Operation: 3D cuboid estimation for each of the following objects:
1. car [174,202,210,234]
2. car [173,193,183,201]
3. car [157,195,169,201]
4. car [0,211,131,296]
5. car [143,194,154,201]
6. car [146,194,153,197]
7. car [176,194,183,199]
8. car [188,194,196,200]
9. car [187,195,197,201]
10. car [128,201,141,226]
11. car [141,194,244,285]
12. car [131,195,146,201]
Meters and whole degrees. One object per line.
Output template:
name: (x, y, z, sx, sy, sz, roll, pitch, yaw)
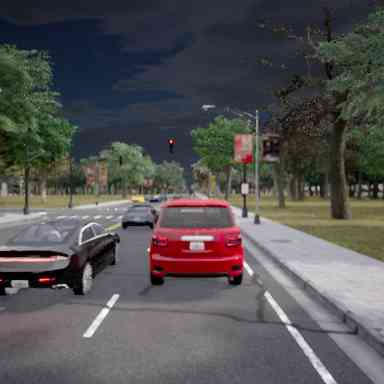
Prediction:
car: (0.000, 1.415, 19.836, 1.882, 1.535, 5.008, 0, 0, 0)
car: (-3.258, 1.152, 77.321, 2.097, 1.767, 4.553, 0, 0, 0)
car: (-6.508, 1.342, 75.093, 2.033, 1.411, 5.357, 0, 0, 0)
car: (-3.148, 1.464, 8.533, 2.128, 1.511, 4.902, 0, 0, 0)
car: (-9.758, 1.299, 75.581, 1.837, 1.490, 4.892, 0, 0, 0)
car: (-6.570, 1.433, 59.688, 1.895, 1.301, 4.718, 0, 0, 0)
car: (-3.260, 1.253, 87.381, 1.895, 1.301, 4.718, 0, 0, 0)
car: (-0.010, 1.183, 87.351, 2.128, 1.511, 4.902, 0, 0, 0)
car: (-0.008, 1.337, 76.936, 2.033, 1.411, 5.357, 0, 0, 0)
car: (-3.151, 1.498, 21.099, 1.994, 1.385, 4.181, 0, 0, 0)
car: (0.102, 1.191, 9.518, 2.150, 2.045, 5.566, 0, 0, 0)
car: (-9.815, 1.308, 60.300, 1.882, 1.535, 5.008, 0, 0, 0)
